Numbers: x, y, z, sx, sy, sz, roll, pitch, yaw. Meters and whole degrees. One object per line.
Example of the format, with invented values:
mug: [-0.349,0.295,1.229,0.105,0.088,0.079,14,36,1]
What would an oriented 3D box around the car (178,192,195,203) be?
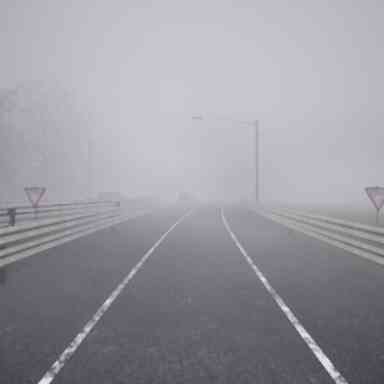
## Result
car: [-1.001,1.067,63.590,2.150,2.045,5.566,0,0,14]

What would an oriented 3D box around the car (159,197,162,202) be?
car: [-7.536,1.329,66.251,1.882,1.535,5.008,0,0,14]

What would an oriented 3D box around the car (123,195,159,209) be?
car: [-6.208,1.293,41.266,2.128,1.511,4.902,0,0,12]

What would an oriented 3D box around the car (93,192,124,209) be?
car: [-9.737,1.022,41.569,2.150,2.045,5.566,0,0,12]

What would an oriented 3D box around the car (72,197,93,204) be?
car: [-13.246,1.327,41.804,1.812,1.442,4.674,0,0,12]
